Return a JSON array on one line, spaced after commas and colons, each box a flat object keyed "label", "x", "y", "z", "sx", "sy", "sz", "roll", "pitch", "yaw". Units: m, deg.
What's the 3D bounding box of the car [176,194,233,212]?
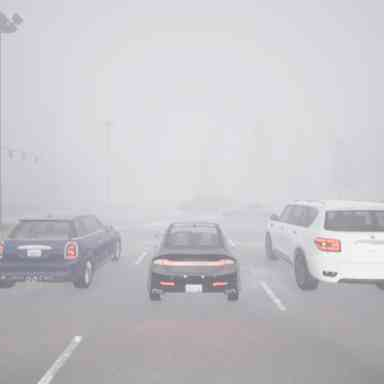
[{"label": "car", "x": 1.130, "y": 1.245, "z": 35.446, "sx": 5.566, "sy": 2.045, "sz": 2.150, "roll": 0, "pitch": 0, "yaw": -9}]

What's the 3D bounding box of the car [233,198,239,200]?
[{"label": "car", "x": 2.804, "y": 1.530, "z": 39.214, "sx": 4.892, "sy": 1.490, "sz": 1.837, "roll": 0, "pitch": 0, "yaw": -8}]

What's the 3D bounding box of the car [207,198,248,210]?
[{"label": "car", "x": 4.550, "y": 1.519, "z": 42.969, "sx": 4.902, "sy": 1.511, "sz": 2.128, "roll": 0, "pitch": 0, "yaw": -7}]

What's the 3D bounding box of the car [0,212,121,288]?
[{"label": "car", "x": -3.437, "y": 1.358, "z": 9.403, "sx": 2.097, "sy": 1.767, "sz": 4.553, "roll": 0, "pitch": 0, "yaw": 0}]

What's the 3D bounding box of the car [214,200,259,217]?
[{"label": "car", "x": 4.625, "y": 1.620, "z": 28.904, "sx": 4.718, "sy": 1.301, "sz": 1.895, "roll": 0, "pitch": 0, "yaw": -8}]

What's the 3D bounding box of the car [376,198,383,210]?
[{"label": "car", "x": 27.479, "y": 1.530, "z": 44.360, "sx": 4.892, "sy": 1.490, "sz": 1.837, "roll": -1, "pitch": 0, "yaw": 0}]

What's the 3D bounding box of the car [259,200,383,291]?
[{"label": "car", "x": 3.559, "y": 1.228, "z": 9.177, "sx": 2.150, "sy": 2.045, "sz": 5.566, "roll": 0, "pitch": 0, "yaw": 1}]

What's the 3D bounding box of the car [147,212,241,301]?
[{"label": "car", "x": 0.056, "y": 1.497, "z": 8.321, "sx": 2.128, "sy": 1.511, "sz": 4.902, "roll": 0, "pitch": 0, "yaw": 1}]
